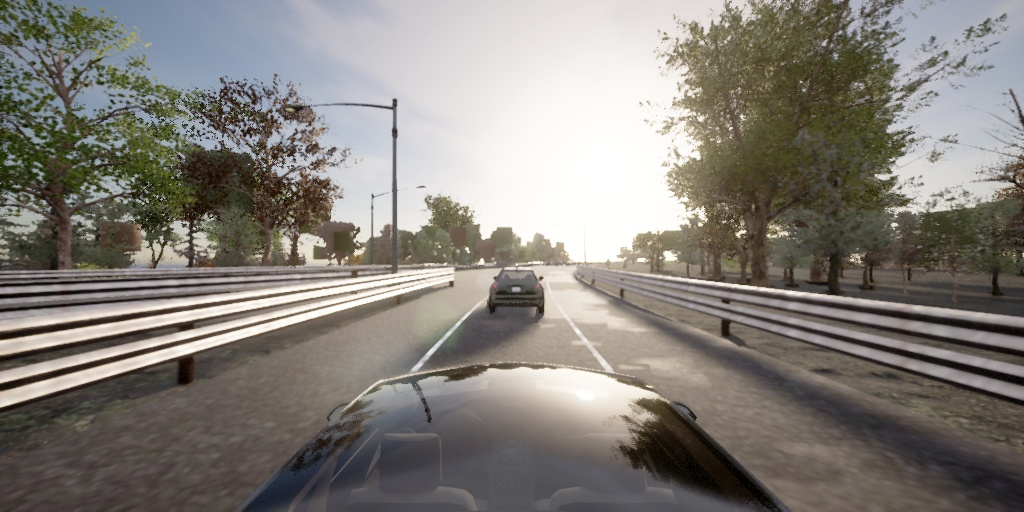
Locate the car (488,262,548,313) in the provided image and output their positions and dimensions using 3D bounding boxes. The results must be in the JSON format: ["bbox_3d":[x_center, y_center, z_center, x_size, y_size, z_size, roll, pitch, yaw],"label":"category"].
[{"bbox_3d":[0.263,1.240,14.942,2.097,1.767,4.553,0,-1,3],"label":"car"}]
